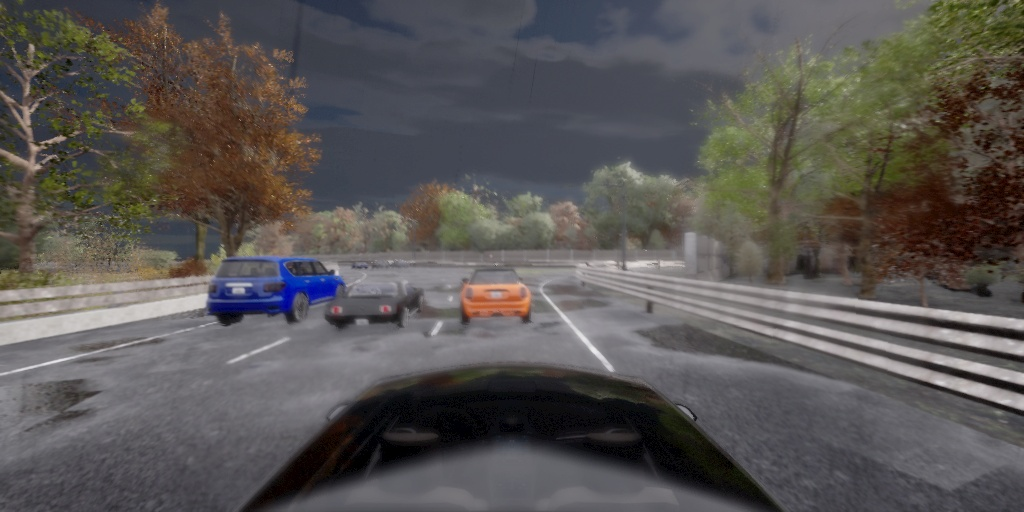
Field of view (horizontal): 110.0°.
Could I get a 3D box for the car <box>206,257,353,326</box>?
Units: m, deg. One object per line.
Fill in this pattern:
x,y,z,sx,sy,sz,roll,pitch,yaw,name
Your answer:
-7.593,1.047,12.273,2.150,2.045,5.566,0,0,-6,car

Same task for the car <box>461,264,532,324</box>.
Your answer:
-0.637,1.145,12.385,2.097,1.767,4.553,0,0,-6,car

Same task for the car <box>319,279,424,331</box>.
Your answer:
-3.992,1.406,11.323,1.895,1.301,4.718,0,0,-5,car
